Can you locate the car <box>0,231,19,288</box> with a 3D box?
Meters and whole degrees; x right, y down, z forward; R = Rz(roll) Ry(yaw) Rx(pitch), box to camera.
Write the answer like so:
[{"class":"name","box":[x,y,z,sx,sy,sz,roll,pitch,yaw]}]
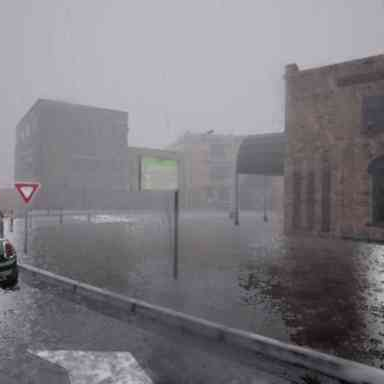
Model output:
[{"class":"car","box":[-6.133,1.342,8.216,4.553,1.767,2.097,0,0,42]}]
